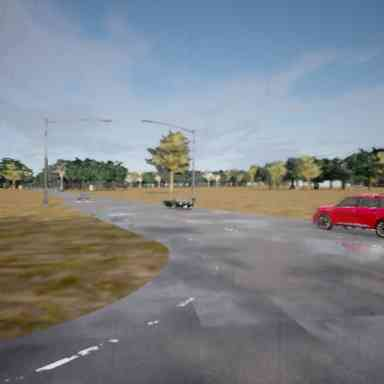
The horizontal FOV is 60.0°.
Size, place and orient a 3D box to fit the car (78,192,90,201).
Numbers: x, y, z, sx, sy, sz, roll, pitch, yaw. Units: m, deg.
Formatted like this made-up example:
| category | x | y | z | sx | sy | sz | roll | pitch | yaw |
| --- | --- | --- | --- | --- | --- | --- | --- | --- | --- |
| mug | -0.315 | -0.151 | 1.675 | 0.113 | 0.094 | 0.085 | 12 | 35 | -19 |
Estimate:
| category | x | y | z | sx | sy | sz | roll | pitch | yaw |
| --- | --- | --- | --- | --- | --- | --- | --- | --- | --- |
| car | -18.830 | 0.807 | 57.770 | 1.837 | 1.490 | 4.892 | 0 | 1 | -20 |

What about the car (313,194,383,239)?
| category | x | y | z | sx | sy | sz | roll | pitch | yaw |
| --- | --- | --- | --- | --- | --- | --- | --- | --- | --- |
| car | 8.726 | 1.102 | 16.504 | 2.150 | 2.045 | 5.566 | 0 | 1 | -27 |

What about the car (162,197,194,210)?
| category | x | y | z | sx | sy | sz | roll | pitch | yaw |
| --- | --- | --- | --- | --- | --- | --- | --- | --- | --- |
| car | -1.661 | 1.206 | 36.694 | 1.895 | 1.301 | 4.718 | 0 | 1 | -27 |
